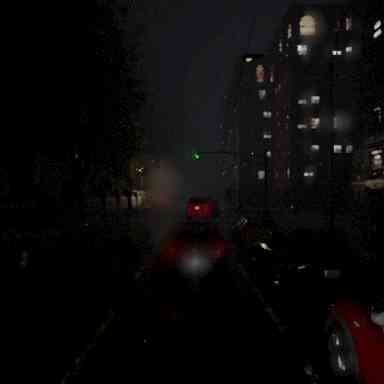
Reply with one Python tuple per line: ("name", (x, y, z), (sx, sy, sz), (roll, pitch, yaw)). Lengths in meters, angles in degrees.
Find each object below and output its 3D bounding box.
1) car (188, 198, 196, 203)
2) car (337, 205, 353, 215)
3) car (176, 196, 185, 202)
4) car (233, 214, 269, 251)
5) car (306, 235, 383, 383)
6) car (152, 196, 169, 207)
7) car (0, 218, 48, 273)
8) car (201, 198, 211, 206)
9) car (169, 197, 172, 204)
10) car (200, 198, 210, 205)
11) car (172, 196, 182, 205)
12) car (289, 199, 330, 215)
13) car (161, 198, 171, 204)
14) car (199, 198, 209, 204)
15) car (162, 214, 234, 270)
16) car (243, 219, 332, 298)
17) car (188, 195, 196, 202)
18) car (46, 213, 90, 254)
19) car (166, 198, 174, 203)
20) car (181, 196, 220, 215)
("car", (-0.009, 2.085, 83.379), (1.895, 1.301, 4.718), (0, 0, 0))
("car", (20.300, 2.152, 41.067), (4.507, 1.381, 1.887), (1, -1, 0))
("car", (-3.010, 1.842, 86.798), (2.128, 1.511, 4.902), (0, 0, 0))
("car", (2.686, 1.603, 14.231), (1.752, 1.417, 4.829), (0, 0, 0))
("car", (2.688, 1.456, 2.799), (1.967, 1.590, 4.097), (0, 0, 0))
("car", (-5.702, 1.646, 57.625), (2.192, 1.841, 5.009), (0, 0, 0))
("car", (-5.692, 1.597, 8.427), (2.008, 1.369, 4.403), (0, 0, 0))
("car", (2.679, 1.892, 63.331), (1.752, 1.417, 4.829), (0, 0, 0))
("car", (-5.703, 1.842, 68.695), (1.967, 1.590, 4.097), (0, 0, 0))
("car", (2.678, 1.946, 68.695), (1.887, 1.381, 4.507), (0, 0, 0))
("car", (-3.009, 1.952, 70.356), (2.033, 1.411, 5.357), (0, 0, 0))
("car", (14.610, 1.820, 41.053), (5.009, 1.841, 2.192), (1, -1, 0))
("car", (-5.703, 1.982, 74.229), (1.887, 1.381, 4.507), (0, 0, 0))
("car", (2.678, 1.988, 74.231), (2.008, 1.369, 4.403), (0, 0, 0))
("car", (0.093, 1.662, 11.265), (1.895, 1.301, 4.718), (0, 0, 0))
("car", (2.688, 1.612, 8.429), (1.947, 1.339, 4.313), (0, 0, 0))
("car", (-0.012, 1.829, 93.333), (2.097, 1.767, 4.553), (0, 0, 0))
("car", (-5.694, 1.601, 13.888), (1.752, 1.417, 4.829), (0, 0, 0))
("car", (-5.704, 2.091, 85.299), (1.802, 1.307, 4.206), (0, 0, 0))
("car", (1.032, 1.386, 29.377), (2.150, 2.045, 5.566), (-1, 0, 13))
